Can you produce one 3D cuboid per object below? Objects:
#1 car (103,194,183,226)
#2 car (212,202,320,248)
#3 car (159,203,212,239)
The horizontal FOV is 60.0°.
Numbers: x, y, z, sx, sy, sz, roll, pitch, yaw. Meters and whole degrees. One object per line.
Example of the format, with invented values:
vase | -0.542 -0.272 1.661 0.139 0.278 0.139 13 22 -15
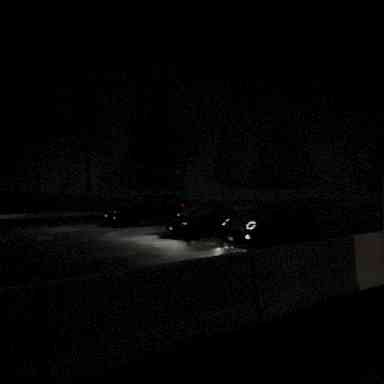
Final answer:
car | -3.165 1.144 22.802 5.566 2.045 2.150 0 0 -32
car | 3.456 1.274 14.551 4.553 1.767 2.097 -1 0 -32
car | 0.960 1.451 17.119 4.674 1.442 1.812 0 0 -32
